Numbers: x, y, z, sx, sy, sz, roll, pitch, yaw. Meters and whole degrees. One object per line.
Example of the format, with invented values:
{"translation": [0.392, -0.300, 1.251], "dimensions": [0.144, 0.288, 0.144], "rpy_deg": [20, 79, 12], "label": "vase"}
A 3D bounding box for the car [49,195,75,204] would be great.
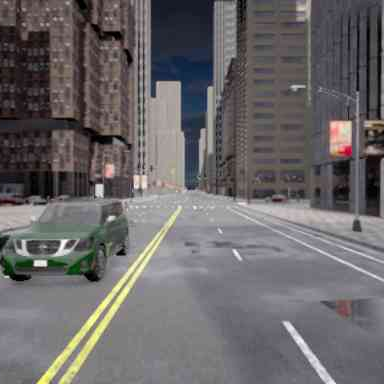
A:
{"translation": [-24.747, 1.416, 63.313], "dimensions": [4.097, 1.590, 1.967], "rpy_deg": [0, 1, 0], "label": "car"}

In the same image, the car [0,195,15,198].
{"translation": [-30.168, 1.440, 54.782], "dimensions": [5.009, 1.841, 2.192], "rpy_deg": [0, 1, 0], "label": "car"}

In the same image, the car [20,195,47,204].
{"translation": [-30.172, 1.435, 63.309], "dimensions": [4.097, 1.590, 1.967], "rpy_deg": [0, 1, 0], "label": "car"}

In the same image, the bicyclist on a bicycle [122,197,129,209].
{"translation": [-8.761, 1.454, 43.978], "dimensions": [0.866, 1.612, 1.509], "rpy_deg": [0, 0, 0], "label": "bicyclist on a bicycle"}

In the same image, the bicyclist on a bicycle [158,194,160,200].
{"translation": [-8.770, 1.325, 88.689], "dimensions": [0.659, 1.776, 1.843], "rpy_deg": [0, -1, 0], "label": "bicyclist on a bicycle"}

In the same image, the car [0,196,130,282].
{"translation": [-3.352, 1.224, 10.122], "dimensions": [2.150, 2.045, 5.566], "rpy_deg": [0, 0, 0], "label": "car"}

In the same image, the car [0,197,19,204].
{"translation": [-35.596, 1.596, 63.307], "dimensions": [4.206, 1.307, 1.802], "rpy_deg": [0, 1, 0], "label": "car"}

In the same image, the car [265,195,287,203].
{"translation": [16.665, 1.309, 66.451], "dimensions": [4.097, 1.590, 1.967], "rpy_deg": [0, 1, 0], "label": "car"}
